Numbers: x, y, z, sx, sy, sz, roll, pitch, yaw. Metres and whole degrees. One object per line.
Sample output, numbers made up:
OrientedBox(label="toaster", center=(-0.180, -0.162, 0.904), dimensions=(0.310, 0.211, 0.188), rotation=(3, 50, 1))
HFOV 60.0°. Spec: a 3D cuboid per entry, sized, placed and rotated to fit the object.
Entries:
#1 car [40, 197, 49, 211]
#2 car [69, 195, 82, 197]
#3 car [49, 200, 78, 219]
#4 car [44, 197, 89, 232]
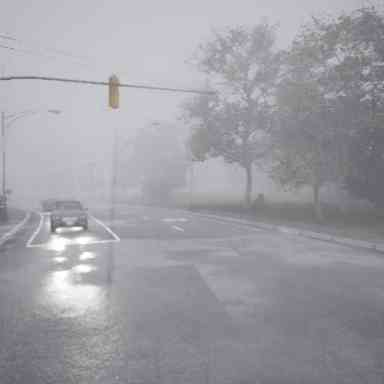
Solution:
OrientedBox(label="car", center=(-15.485, 1.380, 37.073), dimensions=(1.837, 1.490, 4.892), rotation=(-1, 0, -29))
OrientedBox(label="car", center=(-19.874, 1.304, 56.018), dimensions=(2.097, 1.767, 4.553), rotation=(-1, 0, -41))
OrientedBox(label="car", center=(-10.910, 1.390, 28.003), dimensions=(1.895, 1.301, 4.718), rotation=(-1, 0, -25))
OrientedBox(label="car", center=(-6.980, 1.273, 18.777), dimensions=(2.128, 1.511, 4.902), rotation=(-1, 1, -22))
